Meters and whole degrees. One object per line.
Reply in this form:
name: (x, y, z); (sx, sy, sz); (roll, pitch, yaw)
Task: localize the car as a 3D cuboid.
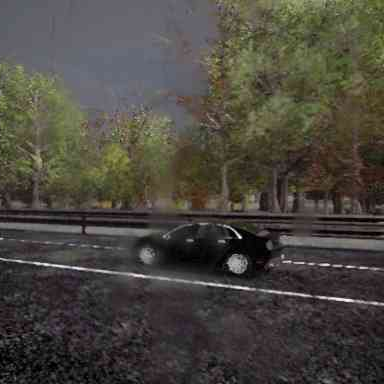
car: (0.357, 1.610, 10.383); (4.892, 1.490, 1.837); (-1, 0, 26)
